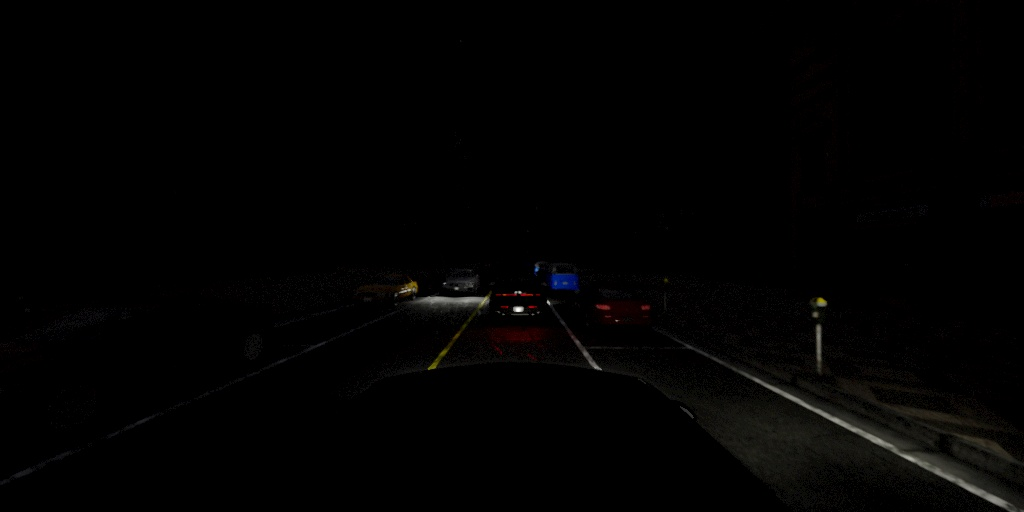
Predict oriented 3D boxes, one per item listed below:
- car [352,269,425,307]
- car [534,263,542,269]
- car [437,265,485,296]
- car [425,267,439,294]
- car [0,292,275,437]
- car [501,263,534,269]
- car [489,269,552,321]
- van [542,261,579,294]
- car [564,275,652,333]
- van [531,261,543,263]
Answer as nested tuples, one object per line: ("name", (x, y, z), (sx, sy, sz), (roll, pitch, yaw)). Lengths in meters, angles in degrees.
("car", (-5.614, 1.411, 16.385), (1.751, 1.417, 4.829), (0, 0, 1))
("car", (3.144, 1.622, 33.005), (1.888, 1.381, 4.507), (0, 0, 1))
("car", (-2.880, 1.466, 21.199), (1.812, 1.442, 4.674), (0, -1, 1))
("car", (-5.545, 1.487, 22.080), (1.888, 1.381, 4.507), (0, 0, 1))
("car", (-5.746, 1.318, 5.505), (1.888, 1.381, 4.507), (0, 0, 1))
("car", (0.416, 1.516, 28.725), (2.128, 1.511, 4.902), (0, -1, 1))
("car", (0.225, 1.370, 13.100), (1.837, 1.490, 4.892), (0, -1, 1))
("van", (3.005, 1.304, 21.957), (1.690, 1.789, 3.998), (0, 0, 1))
("car", (2.867, 1.433, 10.908), (1.802, 1.307, 4.207), (0, 0, 1))
("van", (3.213, 1.475, 38.529), (1.690, 1.789, 3.998), (0, 0, 1))
